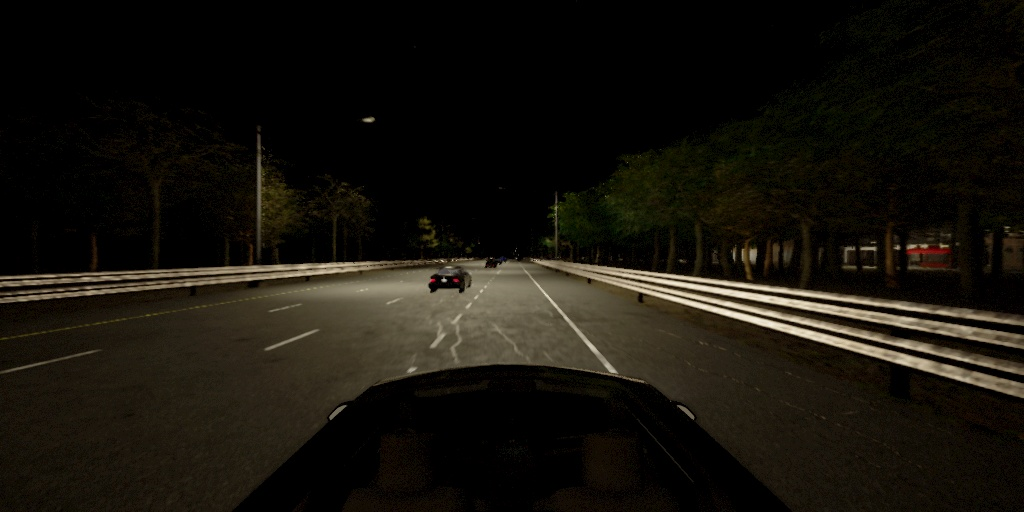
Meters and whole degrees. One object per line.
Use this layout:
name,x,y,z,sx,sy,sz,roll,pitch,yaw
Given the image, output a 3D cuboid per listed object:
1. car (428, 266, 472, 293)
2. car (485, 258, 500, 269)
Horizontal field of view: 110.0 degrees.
car,-3.488,1.306,20.949,2.033,1.411,5.357,0,0,0
car,-3.368,1.282,59.328,1.837,1.490,4.892,0,0,0
